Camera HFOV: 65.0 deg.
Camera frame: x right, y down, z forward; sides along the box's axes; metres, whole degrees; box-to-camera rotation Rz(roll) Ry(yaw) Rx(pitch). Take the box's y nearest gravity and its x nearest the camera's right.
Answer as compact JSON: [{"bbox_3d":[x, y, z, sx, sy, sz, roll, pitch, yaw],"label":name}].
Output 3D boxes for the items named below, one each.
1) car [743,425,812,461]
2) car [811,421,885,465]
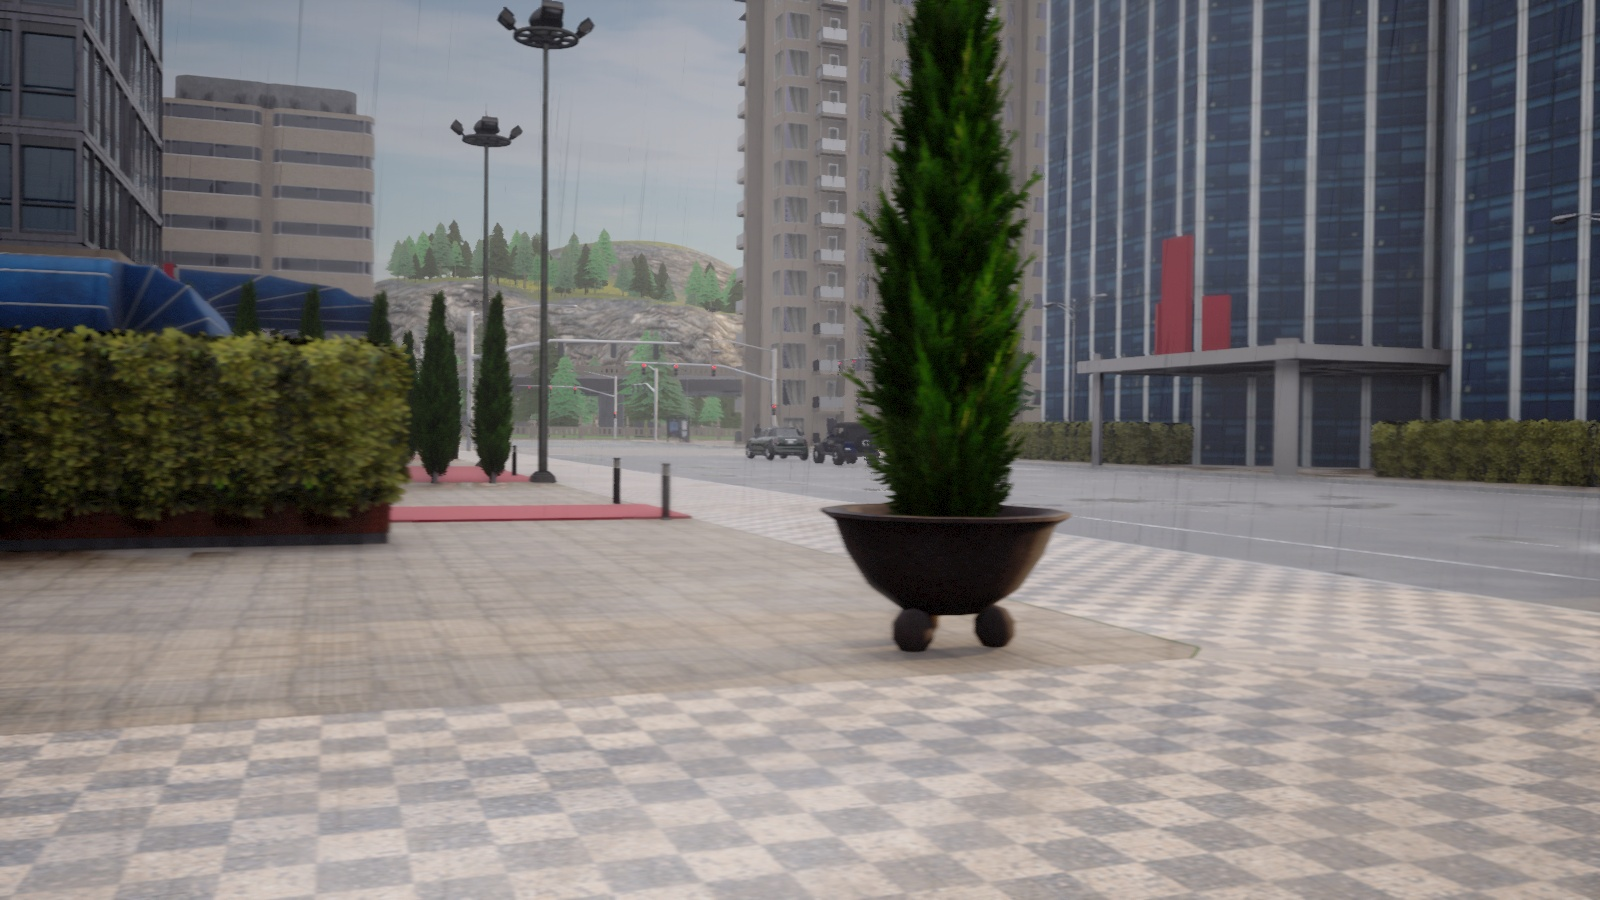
[{"bbox_3d":[-1.211,-0.374,64.327,2.097,1.767,4.553,-1,1,-21],"label":"car"},{"bbox_3d":[2.068,-0.333,55.724,1.905,1.878,3.866,-1,1,-21],"label":"car"}]
